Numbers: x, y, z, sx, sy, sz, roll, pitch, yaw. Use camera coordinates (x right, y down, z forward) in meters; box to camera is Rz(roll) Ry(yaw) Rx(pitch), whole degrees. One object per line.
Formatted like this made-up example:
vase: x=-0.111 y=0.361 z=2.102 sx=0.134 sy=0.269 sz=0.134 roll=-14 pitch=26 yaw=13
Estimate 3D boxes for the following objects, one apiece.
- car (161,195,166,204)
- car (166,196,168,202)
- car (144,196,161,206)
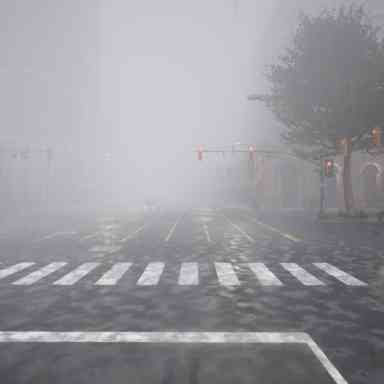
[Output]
car: x=-6.693 y=1.526 z=65.109 sx=1.812 sy=1.442 sz=4.674 roll=0 pitch=0 yaw=1
car: x=-6.495 y=1.478 z=75.481 sx=1.882 sy=1.535 sz=5.008 roll=0 pitch=0 yaw=1
car: x=-6.825 y=1.478 z=55.539 sx=1.882 sy=1.535 sz=5.008 roll=0 pitch=0 yaw=0
